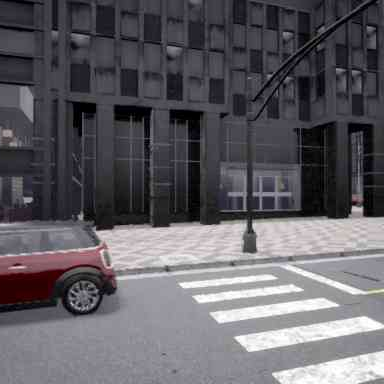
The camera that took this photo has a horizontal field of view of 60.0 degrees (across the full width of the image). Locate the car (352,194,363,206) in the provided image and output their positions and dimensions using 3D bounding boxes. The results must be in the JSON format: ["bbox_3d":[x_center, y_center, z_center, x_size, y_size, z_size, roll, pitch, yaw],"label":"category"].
[{"bbox_3d":[21.507,1.056,41.448,2.097,1.767,4.553,0,-1,-17],"label":"car"}]

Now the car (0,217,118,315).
[{"bbox_3d":[-3.825,1.397,6.559,4.553,1.767,2.097,-1,0,-17],"label":"car"}]
